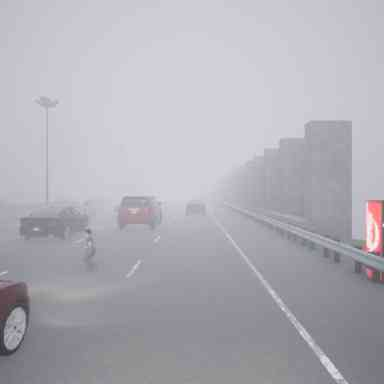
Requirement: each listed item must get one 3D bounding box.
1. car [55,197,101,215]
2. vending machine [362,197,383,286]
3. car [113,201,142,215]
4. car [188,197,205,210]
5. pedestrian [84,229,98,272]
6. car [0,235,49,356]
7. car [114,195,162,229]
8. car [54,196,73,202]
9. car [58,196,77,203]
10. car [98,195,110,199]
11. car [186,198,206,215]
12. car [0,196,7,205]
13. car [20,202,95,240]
[{"bbox_3d":[-10.164,1.477,30.059,1.882,1.535,5.008,0,0,1],"label":"car"},{"bbox_3d":[5.050,1.195,8.380,1.100,2.100,0.880,0,0,0],"label":"vending machine"},{"bbox_3d":[-6.572,1.600,34.412,1.895,1.301,4.718,0,0,1],"label":"car"},{"bbox_3d":[0.660,1.491,43.784,2.128,1.511,4.902,0,0,2],"label":"car"},{"bbox_3d":[-2.831,1.574,9.363,0.375,1.300,0.375,0,0,0],"label":"pedestrian"},{"bbox_3d":[-3.383,1.478,3.038,1.882,1.535,5.008,0,-1,0],"label":"car"},{"bbox_3d":[-3.266,1.223,21.533,2.150,2.045,5.566,0,0,0],"label":"car"},{"bbox_3d":[-23.471,1.502,60.707,1.837,1.490,4.892,0,1,2],"label":"car"},{"bbox_3d":[-26.876,1.540,72.141,2.033,1.411,5.357,0,0,0],"label":"car"},{"bbox_3d":[-19.882,1.355,74.434,2.097,1.767,4.553,0,0,0],"label":"car"},{"bbox_3d":[0.407,1.477,33.481,1.882,1.535,5.008,0,0,1],"label":"car"},{"bbox_3d":[-30.783,1.351,51.438,2.097,1.767,4.553,0,0,2],"label":"car"},{"bbox_3d":[-6.796,1.477,17.032,1.882,1.535,5.008,0,0,0],"label":"car"}]
